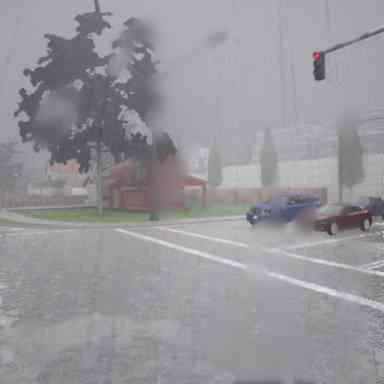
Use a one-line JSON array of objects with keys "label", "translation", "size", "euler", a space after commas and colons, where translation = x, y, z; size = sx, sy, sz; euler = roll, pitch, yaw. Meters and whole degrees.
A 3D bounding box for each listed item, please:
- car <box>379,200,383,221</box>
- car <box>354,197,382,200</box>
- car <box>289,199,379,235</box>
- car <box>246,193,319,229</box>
[{"label": "car", "translation": [15.143, 1.403, 23.330], "size": [4.181, 1.385, 1.994], "euler": [0, 0, -35]}, {"label": "car", "translation": [13.668, 1.186, 26.561], "size": [4.553, 1.767, 2.097], "euler": [0, 0, -35]}, {"label": "car", "translation": [7.829, 1.373, 18.097], "size": [5.008, 1.535, 1.882], "euler": [0, 0, -35]}, {"label": "car", "translation": [5.978, 1.116, 21.064], "size": [5.566, 2.045, 2.150], "euler": [0, 0, -35]}]
